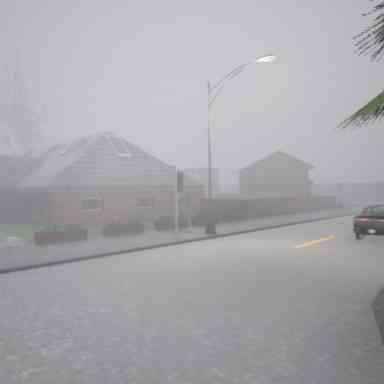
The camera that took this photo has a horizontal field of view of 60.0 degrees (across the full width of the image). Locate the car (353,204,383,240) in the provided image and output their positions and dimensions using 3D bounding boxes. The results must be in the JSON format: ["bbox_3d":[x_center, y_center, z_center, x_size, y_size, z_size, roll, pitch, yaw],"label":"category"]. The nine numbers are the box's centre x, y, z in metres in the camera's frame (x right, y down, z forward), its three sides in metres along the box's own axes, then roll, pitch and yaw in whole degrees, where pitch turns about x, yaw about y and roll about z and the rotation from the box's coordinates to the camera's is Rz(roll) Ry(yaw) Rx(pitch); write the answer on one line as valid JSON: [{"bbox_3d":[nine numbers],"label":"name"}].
[{"bbox_3d":[8.824,1.306,14.857,4.902,1.511,2.128,-1,0,-45],"label":"car"}]
